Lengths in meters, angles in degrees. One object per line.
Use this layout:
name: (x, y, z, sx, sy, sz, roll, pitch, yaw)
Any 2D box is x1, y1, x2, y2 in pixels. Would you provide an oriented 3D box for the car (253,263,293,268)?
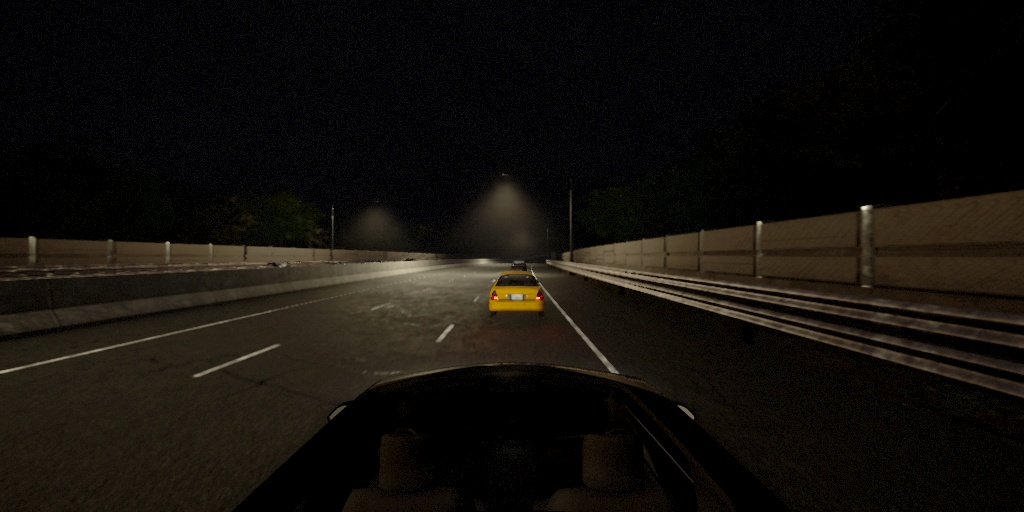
car: (-24.062, 1.338, 36.308, 1.895, 1.301, 4.718, 0, 0, 2)

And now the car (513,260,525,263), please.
car: (0.880, 1.280, 43.395, 2.128, 1.511, 4.902, 0, 0, 2)

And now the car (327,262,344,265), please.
car: (-20.413, 1.350, 40.834, 1.895, 1.301, 4.718, 0, 0, 2)

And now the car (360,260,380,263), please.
car: (-16.859, 1.249, 42.152, 2.128, 1.511, 4.902, 0, 0, 2)

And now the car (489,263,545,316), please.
car: (0.176, 1.203, 13.267, 1.801, 1.575, 5.366, 0, 0, 1)
